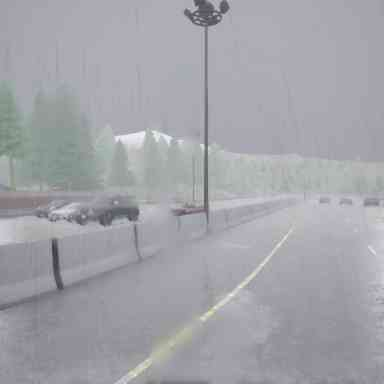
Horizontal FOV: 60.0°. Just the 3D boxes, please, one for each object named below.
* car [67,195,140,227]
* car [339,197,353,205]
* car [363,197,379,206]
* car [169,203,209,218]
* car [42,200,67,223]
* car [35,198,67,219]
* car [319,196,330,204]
[{"bbox_3d":[-5.812,1.223,23.545,2.150,2.045,5.566,0,0,22],"label":"car"},{"bbox_3d":[27.228,1.526,58.862,1.812,1.442,4.674,0,0,22],"label":"car"},{"bbox_3d":[29.140,1.491,54.195,2.128,1.511,4.902,0,0,22],"label":"car"},{"bbox_3d":[-0.200,1.601,28.047,1.895,1.301,4.718,0,0,22],"label":"car"},{"bbox_3d":[-8.802,1.525,25.483,1.812,1.442,4.674,0,0,22],"label":"car"},{"bbox_3d":[-11.232,1.351,28.810,2.097,1.767,4.553,0,0,22],"label":"car"},{"bbox_3d":[25.381,1.492,63.669,2.128,1.511,4.902,0,0,22],"label":"car"}]
